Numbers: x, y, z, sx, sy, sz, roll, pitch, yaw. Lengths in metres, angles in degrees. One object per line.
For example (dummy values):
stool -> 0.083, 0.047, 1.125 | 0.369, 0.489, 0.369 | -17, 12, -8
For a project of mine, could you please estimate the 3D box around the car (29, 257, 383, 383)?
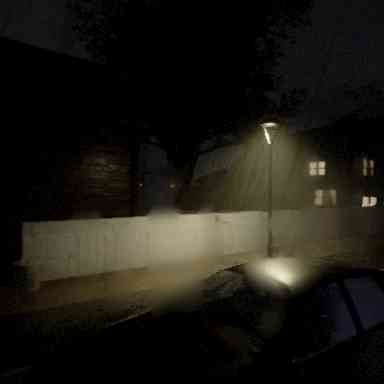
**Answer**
car -> 1.071, 1.554, 3.834 | 5.357, 1.411, 2.033 | 0, 0, -35
